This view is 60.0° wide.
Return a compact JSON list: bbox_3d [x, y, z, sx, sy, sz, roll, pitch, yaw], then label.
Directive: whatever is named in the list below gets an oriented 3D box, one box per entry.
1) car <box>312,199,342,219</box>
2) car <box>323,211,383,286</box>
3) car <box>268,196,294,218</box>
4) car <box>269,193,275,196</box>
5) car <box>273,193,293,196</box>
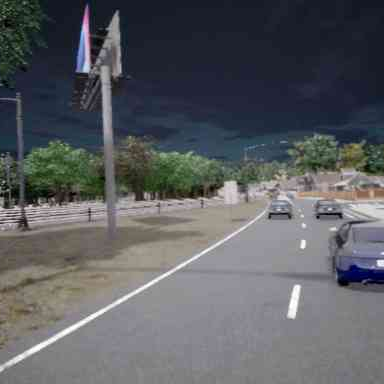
[{"bbox_3d":[10.455,1.245,25.827,2.033,1.411,5.357,-2,0,17],"label":"car"},{"bbox_3d":[4.700,1.425,8.751,1.994,1.385,4.181,-2,0,20],"label":"car"},{"bbox_3d":[7.362,1.361,27.743,2.033,1.411,5.357,-2,0,17],"label":"car"},{"bbox_3d":[19.056,0.962,78.068,2.128,1.511,4.902,-2,0,9],"label":"car"},{"bbox_3d":[12.017,1.202,44.192,1.812,1.442,4.674,-2,0,15],"label":"car"}]
